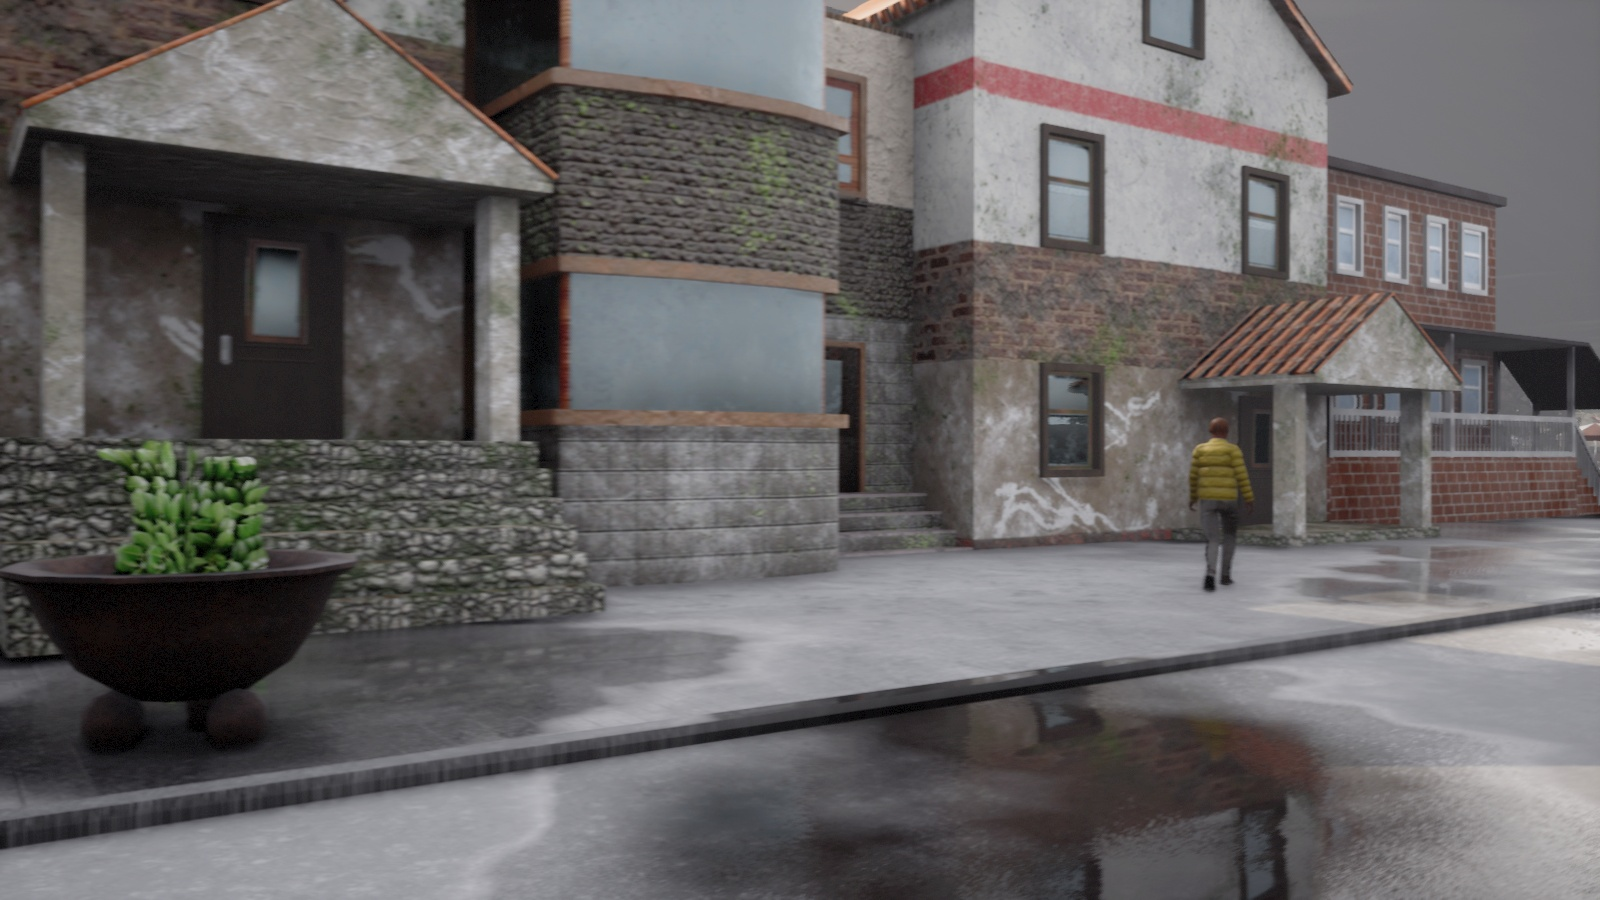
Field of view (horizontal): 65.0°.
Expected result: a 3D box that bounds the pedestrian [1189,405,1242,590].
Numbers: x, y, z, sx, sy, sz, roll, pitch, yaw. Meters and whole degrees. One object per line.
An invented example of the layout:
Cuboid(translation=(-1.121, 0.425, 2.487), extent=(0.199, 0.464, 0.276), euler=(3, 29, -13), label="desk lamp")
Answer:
Cuboid(translation=(4.266, 0.474, 12.888), extent=(0.370, 1.835, 0.726), euler=(0, 0, 30), label="pedestrian")
